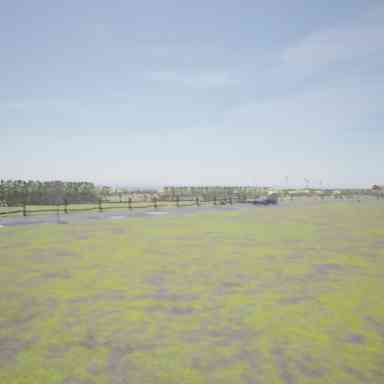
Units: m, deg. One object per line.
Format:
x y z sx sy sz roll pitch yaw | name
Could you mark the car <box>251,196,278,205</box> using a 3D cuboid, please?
11.645 1.353 52.848 2.033 1.411 5.357 1 1 44 | car
